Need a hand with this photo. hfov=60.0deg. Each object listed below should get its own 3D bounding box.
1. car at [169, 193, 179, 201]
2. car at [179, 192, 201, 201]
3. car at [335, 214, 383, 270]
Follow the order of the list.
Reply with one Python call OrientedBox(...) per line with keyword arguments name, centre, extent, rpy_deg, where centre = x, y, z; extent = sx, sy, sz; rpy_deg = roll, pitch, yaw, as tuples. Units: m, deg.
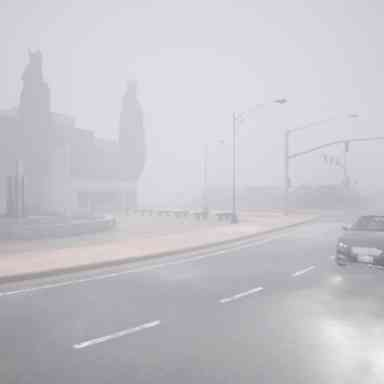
OrientedBox(name="car", centre=(-2.795, 1.152, 77.198), extent=(1.905, 1.878, 3.866), rpy_deg=(0, 0, 36))
OrientedBox(name="car", centre=(-0.470, 1.392, 75.472), extent=(1.970, 1.475, 3.806), rpy_deg=(0, 0, 36))
OrientedBox(name="car", centre=(6.095, 1.491, 10.638), extent=(2.128, 1.511, 4.902), rpy_deg=(0, 0, 39))
